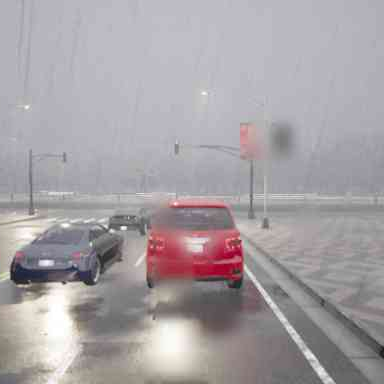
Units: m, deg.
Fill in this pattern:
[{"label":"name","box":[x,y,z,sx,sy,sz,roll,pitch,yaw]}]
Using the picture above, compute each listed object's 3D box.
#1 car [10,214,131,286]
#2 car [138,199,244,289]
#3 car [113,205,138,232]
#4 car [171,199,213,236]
[{"label":"car","box":[-3.212,1.546,9.405,1.994,1.385,4.181,0,0,1]},{"label":"car","box":[0.048,1.203,9.262,2.150,2.045,5.566,0,0,0]},{"label":"car","box":[-3.267,1.470,18.307,1.837,1.490,4.892,0,0,0]},{"label":"car","box":[-0.017,1.316,18.852,2.097,1.767,4.553,0,0,0]}]
